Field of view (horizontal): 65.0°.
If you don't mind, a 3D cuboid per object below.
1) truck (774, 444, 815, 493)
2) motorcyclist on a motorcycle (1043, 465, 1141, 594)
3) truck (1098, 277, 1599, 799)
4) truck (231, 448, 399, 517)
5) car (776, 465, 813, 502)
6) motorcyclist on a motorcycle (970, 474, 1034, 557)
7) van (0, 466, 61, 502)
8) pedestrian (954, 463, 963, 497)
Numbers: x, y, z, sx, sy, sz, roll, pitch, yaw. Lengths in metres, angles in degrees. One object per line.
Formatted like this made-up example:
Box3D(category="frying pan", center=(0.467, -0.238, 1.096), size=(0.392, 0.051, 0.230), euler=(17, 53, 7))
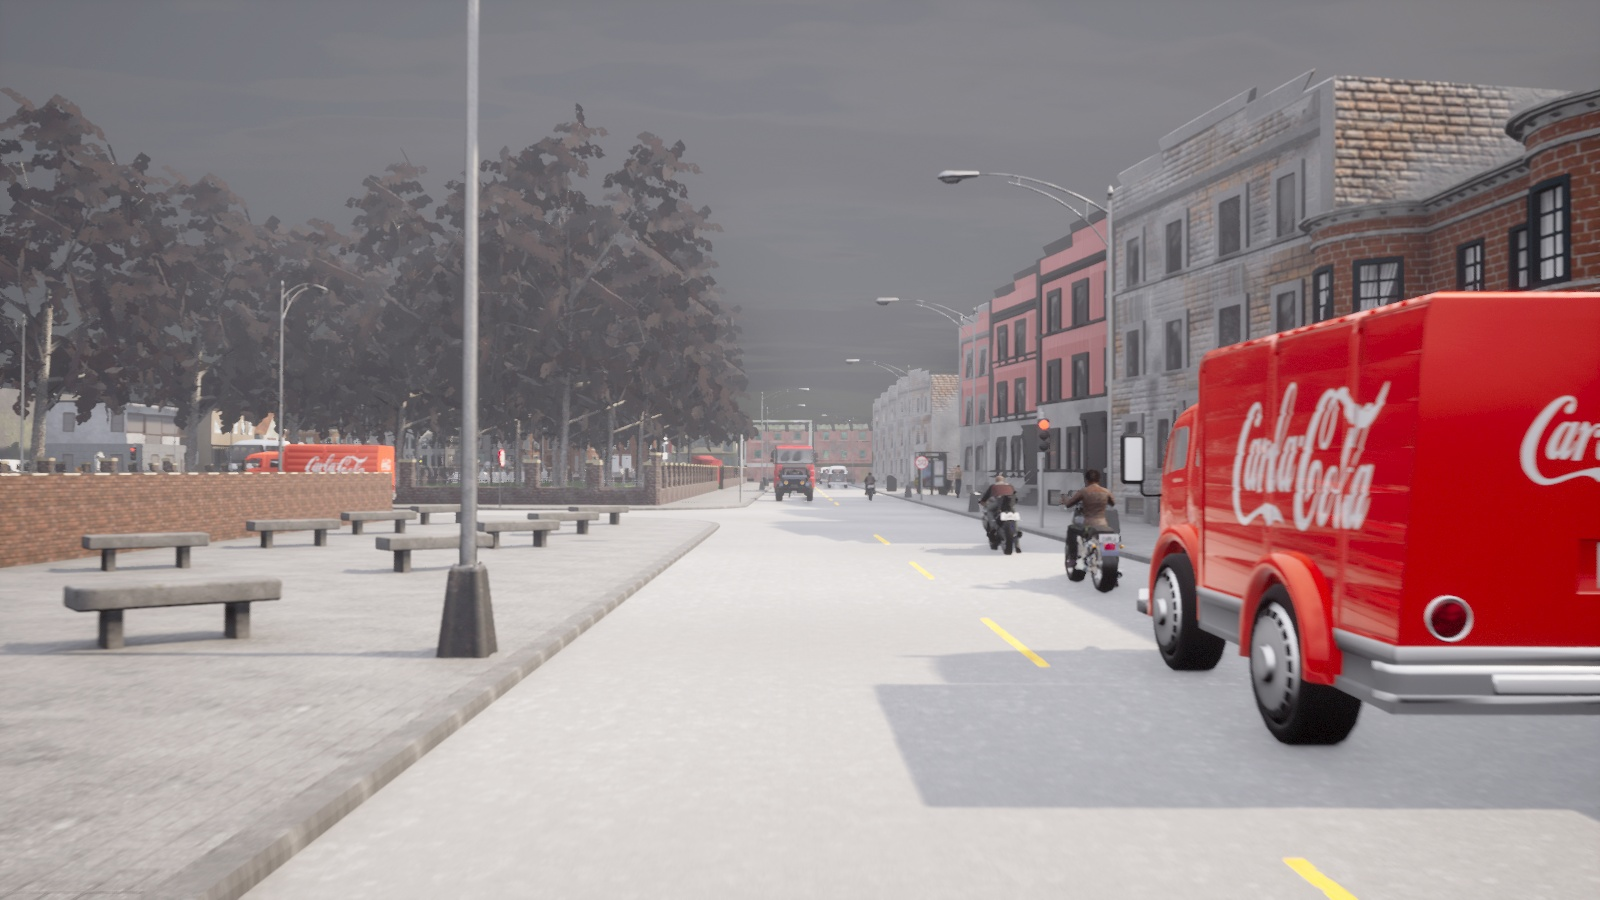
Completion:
Box3D(category="truck", center=(-0.413, 1.377, 92.124), size=(2.891, 3.462, 7.936), euler=(0, -1, 0))
Box3D(category="motorcyclist on a motorcycle", center=(3.955, 1.037, 17.211), size=(0.766, 1.649, 2.350), euler=(0, -1, 0))
Box3D(category="truck", center=(3.977, 0.455, 8.556), size=(2.627, 2.467, 5.204), euler=(0, -1, 0))
Box3D(category="truck", center=(-17.839, 1.177, 46.439), size=(5.204, 2.467, 2.627), euler=(0, -1, -1))
Box3D(category="car", center=(-0.270, 1.714, 65.833), size=(1.905, 1.878, 3.866), euler=(0, -1, 0))
Box3D(category="motorcyclist on a motorcycle", center=(3.921, 1.245, 24.560), size=(0.866, 1.530, 2.191), euler=(0, -1, 0))
Box3D(category="van", center=(-45.549, 1.951, 73.532), size=(2.069, 2.038, 4.480), euler=(0, -1, -2))
Box3D(category="pedestrian", center=(8.717, 1.647, 69.174), size=(0.345, 1.836, 0.594), euler=(0, -1, -5))
